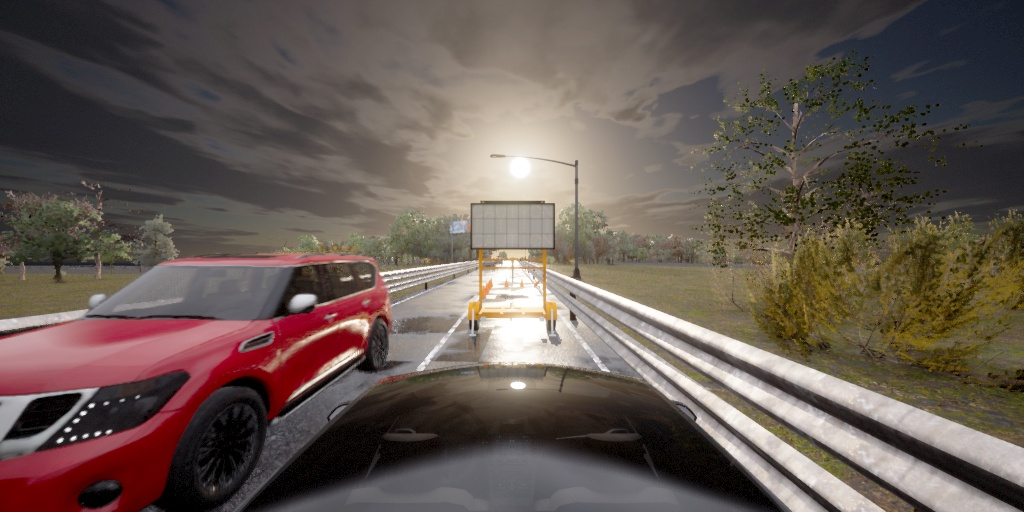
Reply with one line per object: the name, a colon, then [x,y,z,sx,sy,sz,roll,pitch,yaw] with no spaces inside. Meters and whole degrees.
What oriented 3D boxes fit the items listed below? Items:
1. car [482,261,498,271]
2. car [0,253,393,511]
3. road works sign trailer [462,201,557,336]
car: [-3.289,1.331,47.850,1.994,1.385,4.181,0,0,0]
car: [-3.347,0.972,4.680,2.150,2.045,5.566,0,0,0]
road works sign trailer: [0.021,0.218,10.353,2.380,3.560,2.880,0,0,0]
